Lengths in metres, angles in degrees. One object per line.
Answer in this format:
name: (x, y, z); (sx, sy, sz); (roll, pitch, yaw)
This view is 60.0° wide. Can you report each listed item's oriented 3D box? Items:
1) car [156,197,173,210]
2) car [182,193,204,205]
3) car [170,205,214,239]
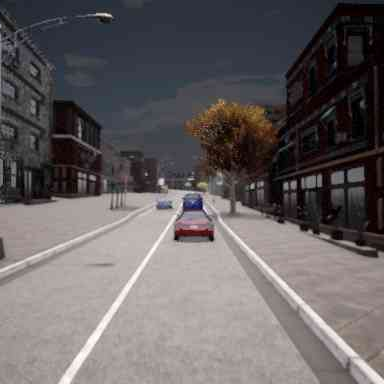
car: (-3.295, 1.398, 40.230); (1.812, 1.442, 4.674); (0, 1, 0)
car: (0.087, 1.140, 35.825); (2.150, 2.045, 5.566); (0, 1, 0)
car: (0.100, 1.572, 17.330); (1.994, 1.385, 4.181); (0, 0, 0)
